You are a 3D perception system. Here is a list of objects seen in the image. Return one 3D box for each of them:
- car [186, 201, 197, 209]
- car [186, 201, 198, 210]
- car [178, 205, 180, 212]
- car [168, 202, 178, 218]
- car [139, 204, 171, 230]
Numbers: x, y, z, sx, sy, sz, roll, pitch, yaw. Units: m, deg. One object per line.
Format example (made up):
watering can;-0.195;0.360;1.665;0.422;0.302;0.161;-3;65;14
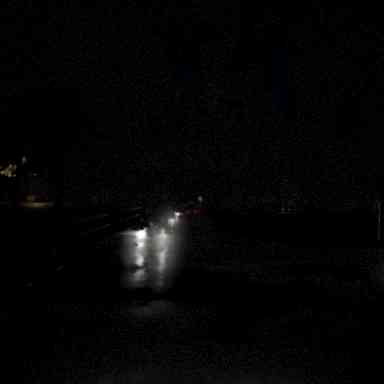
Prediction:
car;-0.043;2.578;68.381;2.128;1.511;4.902;0;-1;0
car;-0.036;2.441;58.097;1.812;1.442;4.674;0;-1;0
car;-2.872;2.286;49.292;1.812;1.442;4.674;0;-1;0
car;-2.871;2.029;37.012;1.882;1.535;5.008;0;-1;0
car;-2.735;1.875;24.280;1.812;1.442;4.674;0;-1;-2
